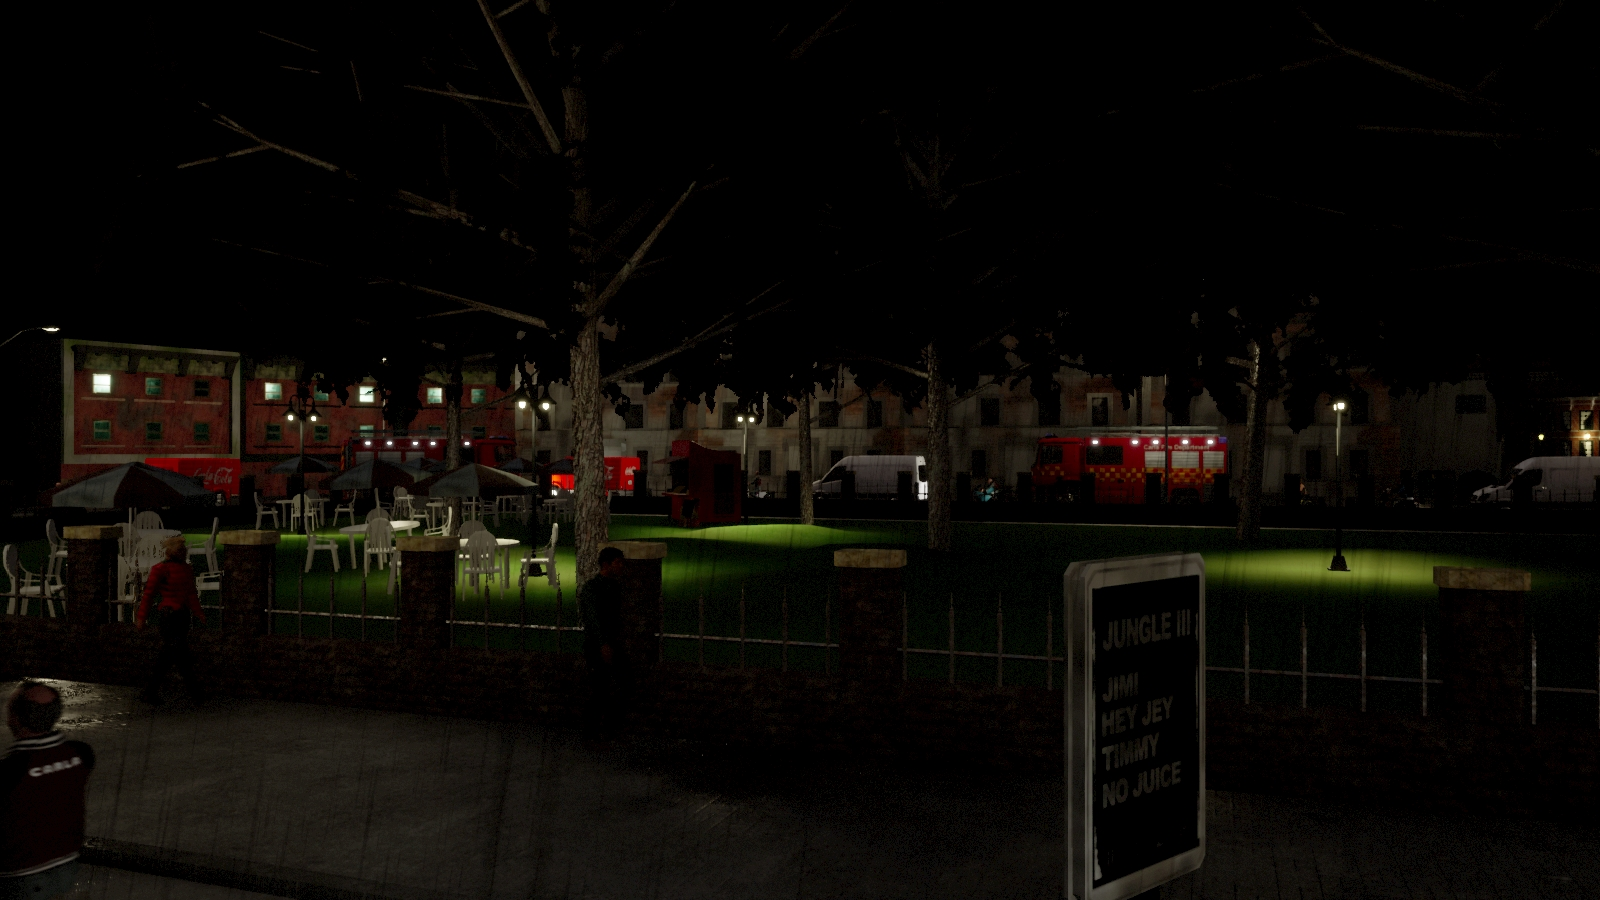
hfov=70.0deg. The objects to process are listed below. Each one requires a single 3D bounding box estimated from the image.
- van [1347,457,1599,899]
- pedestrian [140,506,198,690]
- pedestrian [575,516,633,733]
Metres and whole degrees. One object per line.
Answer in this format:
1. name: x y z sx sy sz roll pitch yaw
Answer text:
1. van: 4.438 1.314 2.227 5.915 2.561 1.988 0 0 20
2. pedestrian: -6.579 1.529 11.925 0.375 1.860 0.375 0 0 20
3. pedestrian: -1.741 1.527 10.164 0.375 1.860 0.375 0 0 20
